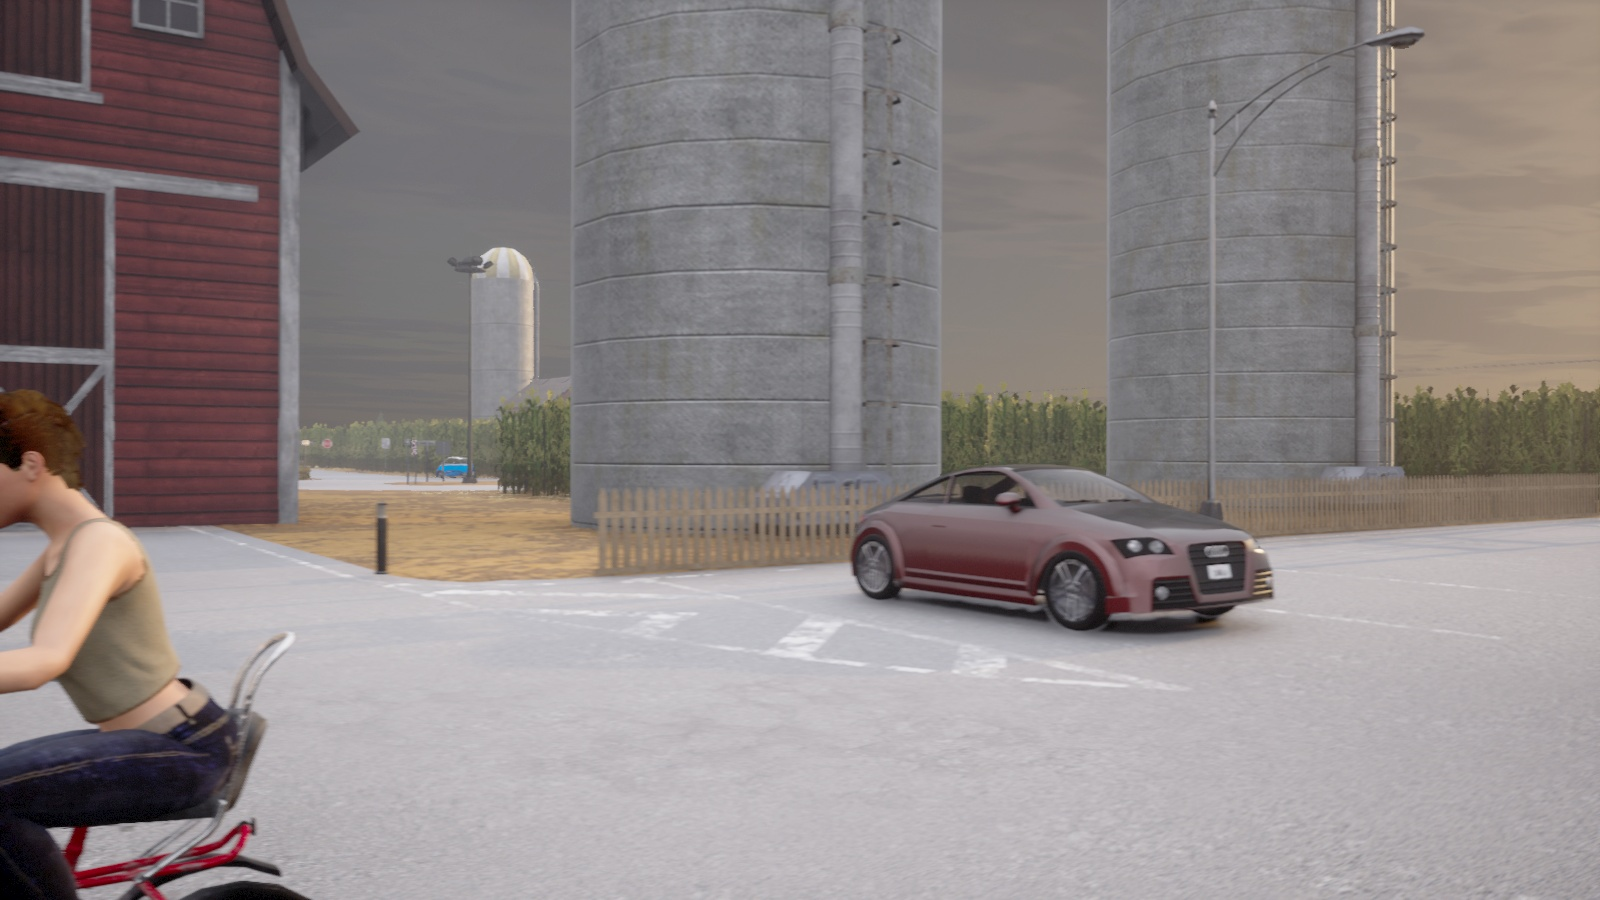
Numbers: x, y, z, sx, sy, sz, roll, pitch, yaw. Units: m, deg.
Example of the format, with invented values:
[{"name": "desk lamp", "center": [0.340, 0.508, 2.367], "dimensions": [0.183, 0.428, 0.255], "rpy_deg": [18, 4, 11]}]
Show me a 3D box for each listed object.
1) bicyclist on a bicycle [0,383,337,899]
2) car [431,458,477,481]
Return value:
[{"name": "bicyclist on a bicycle", "center": [-1.788, 0.691, 2.420], "dimensions": [1.509, 1.612, 0.866], "rpy_deg": [0, 0, -35]}, {"name": "car", "center": [-21.162, 1.173, 76.829], "dimensions": [2.207, 1.376, 1.481], "rpy_deg": [0, 1, 19]}]
